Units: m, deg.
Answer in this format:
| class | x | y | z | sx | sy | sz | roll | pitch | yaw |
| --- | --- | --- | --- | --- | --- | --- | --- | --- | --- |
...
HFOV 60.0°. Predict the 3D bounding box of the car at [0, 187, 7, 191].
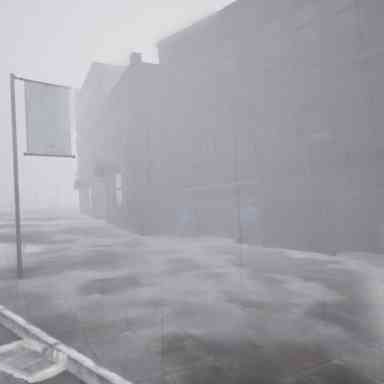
| class | x | y | z | sx | sy | sz | roll | pitch | yaw |
| --- | --- | --- | --- | --- | --- | --- | --- | --- | --- |
| car | -47.415 | -0.652 | 79.381 | 2.231 | 1.521 | 4.892 | -4 | -3 | 5 |
